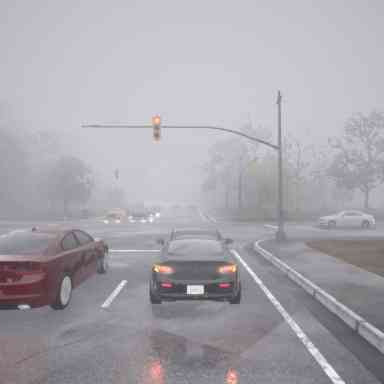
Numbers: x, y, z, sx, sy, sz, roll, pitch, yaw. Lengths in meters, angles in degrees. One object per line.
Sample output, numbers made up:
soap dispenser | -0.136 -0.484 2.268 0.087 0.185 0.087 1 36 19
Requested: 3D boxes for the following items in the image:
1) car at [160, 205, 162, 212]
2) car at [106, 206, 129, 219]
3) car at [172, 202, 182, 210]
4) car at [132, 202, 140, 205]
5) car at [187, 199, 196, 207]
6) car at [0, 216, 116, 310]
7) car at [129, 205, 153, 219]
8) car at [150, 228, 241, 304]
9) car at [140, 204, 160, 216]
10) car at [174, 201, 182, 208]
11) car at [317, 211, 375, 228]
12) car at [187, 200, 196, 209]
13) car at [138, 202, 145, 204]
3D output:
car | -7.109 3.297 66.618 2.128 1.511 4.902 0 0 0
car | -10.659 3.023 46.957 1.882 1.535 5.008 0 -2 0
car | -3.601 3.342 76.892 1.895 1.301 4.718 0 0 0
car | -10.657 3.095 55.817 2.097 1.767 4.553 0 -1 0
car | -0.207 2.877 86.926 2.097 1.767 4.553 0 0 -3
car | -3.427 1.554 8.036 1.882 1.535 5.008 0 -1 0
car | -7.148 3.026 47.091 1.882 1.535 5.008 0 -2 1
car | 0.070 1.604 8.179 1.812 1.442 4.674 0 -1 0
car | -7.159 3.245 56.562 2.128 1.511 4.902 0 -1 0
car | -3.715 3.210 86.803 1.812 1.442 4.674 0 0 -3
car | 13.208 2.334 28.622 4.674 1.442 1.812 0 -2 -1
car | -0.102 3.289 77.191 1.994 1.385 4.181 0 0 0
car | -10.609 3.027 66.477 2.150 2.045 5.566 0 0 0
